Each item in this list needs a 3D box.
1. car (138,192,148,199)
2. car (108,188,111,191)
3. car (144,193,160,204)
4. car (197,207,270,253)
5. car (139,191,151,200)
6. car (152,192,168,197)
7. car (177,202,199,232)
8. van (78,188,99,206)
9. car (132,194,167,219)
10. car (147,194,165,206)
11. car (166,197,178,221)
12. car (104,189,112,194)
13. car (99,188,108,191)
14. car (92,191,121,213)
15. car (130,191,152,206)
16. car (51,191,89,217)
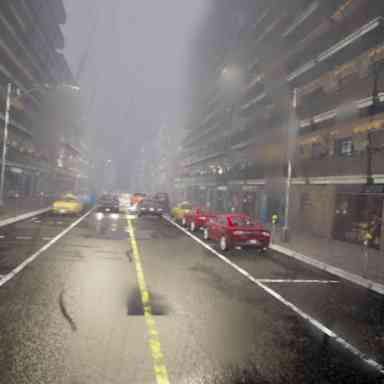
[{"bbox_3d":[-11.068,0.708,75.228,1.947,1.339,4.313,4,0,-12],"label":"car"},{"bbox_3d":[-18.045,0.169,67.815,1.752,1.417,4.829,4,0,-12],"label":"car"},{"bbox_3d":[-6.392,1.018,53.074,2.008,1.369,4.403,4,0,-12],"label":"car"},{"bbox_3d":[1.786,1.637,14.300,1.887,1.381,4.507,4,0,-12],"label":"car"},{"bbox_3d":[-9.891,0.661,69.692,1.967,1.590,4.097,4,0,-12],"label":"car"},{"bbox_3d":[-4.039,0.953,41.995,2.192,1.841,5.009,4,0,-12],"label":"car"},{"bbox_3d":[0.618,1.541,19.843,1.887,1.381,4.507,4,0,-12],"label":"car"},{"bbox_3d":[-11.056,0.486,34.745,1.690,1.788,3.998,4,0,-12],"label":"van"},{"bbox_3d":[-3.407,1.246,26.298,2.033,1.411,5.357,4,0,-12],"label":"car"},{"bbox_3d":[-5.224,1.103,47.535,2.008,1.369,4.403,4,0,-12],"label":"car"},{"bbox_3d":[-0.584,1.426,25.545,1.752,1.417,4.829,4,0,-12],"label":"car"},{"bbox_3d":[-22.761,-0.081,90.138,1.802,1.307,4.206,4,0,-12],"label":"car"},{"bbox_3d":[-14.568,0.328,51.363,1.967,1.590,4.097,4,0,-12],"label":"car"},{"bbox_3d":[-7.145,0.976,28.830,2.033,1.411,5.357,4,0,-12],"label":"car"},{"bbox_3d":[-6.368,0.824,40.248,2.097,1.767,4.553,4,0,-11],"label":"car"},{"bbox_3d":[-8.696,0.852,23.501,1.752,1.417,4.829,4,0,-12],"label":"car"}]
